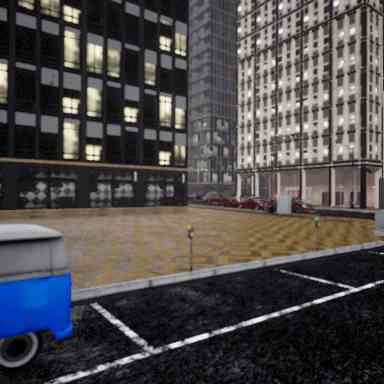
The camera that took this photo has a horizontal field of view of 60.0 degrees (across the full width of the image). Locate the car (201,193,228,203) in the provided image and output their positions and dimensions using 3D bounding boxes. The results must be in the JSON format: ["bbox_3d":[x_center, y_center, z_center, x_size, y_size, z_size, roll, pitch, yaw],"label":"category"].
[{"bbox_3d":[3.756,1.012,55.915,1.752,1.417,4.829,2,0,-36],"label":"car"}]

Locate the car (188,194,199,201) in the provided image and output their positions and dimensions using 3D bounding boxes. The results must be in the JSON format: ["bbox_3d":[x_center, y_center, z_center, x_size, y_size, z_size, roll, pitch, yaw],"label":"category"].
[{"bbox_3d":[0.605,0.948,60.309,1.947,1.339,4.313,2,0,-36],"label":"car"}]

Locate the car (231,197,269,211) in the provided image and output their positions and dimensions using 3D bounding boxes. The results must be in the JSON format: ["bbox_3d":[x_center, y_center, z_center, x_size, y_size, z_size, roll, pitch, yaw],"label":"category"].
[{"bbox_3d":[6.822,1.337,37.248,1.802,1.307,4.206,2,0,-36],"label":"car"}]

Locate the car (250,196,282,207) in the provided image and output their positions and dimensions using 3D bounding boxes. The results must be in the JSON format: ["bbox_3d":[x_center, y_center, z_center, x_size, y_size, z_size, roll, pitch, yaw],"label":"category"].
[{"bbox_3d":[10.349,1.288,46.711,1.802,1.307,4.206,2,0,-36],"label":"car"}]

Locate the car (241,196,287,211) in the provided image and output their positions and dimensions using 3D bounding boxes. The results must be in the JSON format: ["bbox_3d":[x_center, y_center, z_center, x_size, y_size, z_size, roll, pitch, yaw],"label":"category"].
[{"bbox_3d":[8.418,1.304,39.446,2.033,1.411,5.357,1,1,-36],"label":"car"}]

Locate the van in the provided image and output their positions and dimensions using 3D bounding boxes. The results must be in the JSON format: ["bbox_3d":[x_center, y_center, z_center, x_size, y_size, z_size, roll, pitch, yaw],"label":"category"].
[{"bbox_3d":[-3.530,1.335,4.042,3.998,1.788,1.690,1,0,-36],"label":"van"}]

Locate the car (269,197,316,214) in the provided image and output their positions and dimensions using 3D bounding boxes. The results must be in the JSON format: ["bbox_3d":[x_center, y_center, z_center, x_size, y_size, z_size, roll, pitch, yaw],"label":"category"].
[{"bbox_3d":[10.074,1.303,32.717,1.967,1.590,4.097,2,0,-36],"label":"car"}]

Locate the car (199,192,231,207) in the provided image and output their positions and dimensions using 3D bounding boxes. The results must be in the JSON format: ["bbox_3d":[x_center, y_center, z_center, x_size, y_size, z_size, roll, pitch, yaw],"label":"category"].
[{"bbox_3d":[3.584,0.962,41.779,2.192,1.841,5.009,2,0,-36],"label":"car"}]
